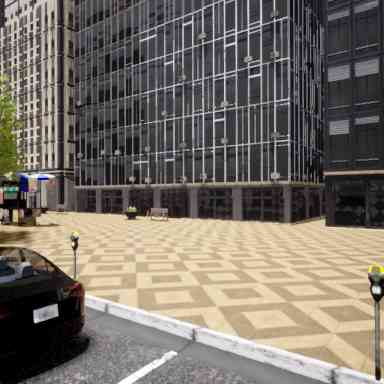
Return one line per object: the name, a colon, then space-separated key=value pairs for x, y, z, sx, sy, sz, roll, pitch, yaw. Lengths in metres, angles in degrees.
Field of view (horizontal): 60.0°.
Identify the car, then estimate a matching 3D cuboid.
car: x=-3.531 y=1.566 z=5.406 sx=4.313 sy=1.339 sz=1.947 roll=0 pitch=0 yaw=36
